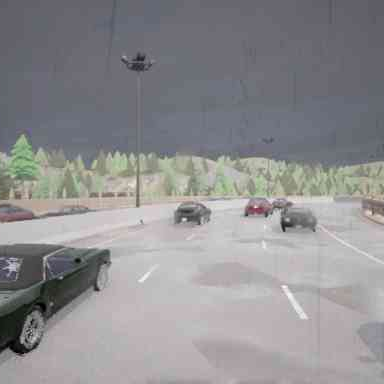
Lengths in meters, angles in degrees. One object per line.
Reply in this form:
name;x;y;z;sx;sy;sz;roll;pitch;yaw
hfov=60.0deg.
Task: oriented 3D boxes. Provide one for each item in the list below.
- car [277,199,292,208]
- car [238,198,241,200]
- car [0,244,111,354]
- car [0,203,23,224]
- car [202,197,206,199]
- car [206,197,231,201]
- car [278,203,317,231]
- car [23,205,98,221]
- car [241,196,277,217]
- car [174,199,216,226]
car;11.414;1.548;42.299;2.033;1.411;5.357;0;0;31
car;9.691;1.431;58.767;2.097;1.767;4.553;-1;0;38
car;-3.036;1.605;6.100;1.895;1.301;4.718;0;0;4
car;-11.619;1.600;20.601;1.994;1.385;4.181;0;0;12
car;2.948;1.616;61.419;2.128;1.511;4.902;-1;0;36
car;5.139;1.589;58.463;2.128;1.511;4.902;-1;0;35
car;6.437;1.594;20.422;1.895;1.301;4.718;0;0;14
car;-7.924;1.578;21.423;2.033;1.411;5.357;0;0;13
car;6.415;1.353;31.389;2.097;1.767;4.553;0;0;21
car;0.157;1.518;23.785;1.837;1.490;4.892;0;0;15
